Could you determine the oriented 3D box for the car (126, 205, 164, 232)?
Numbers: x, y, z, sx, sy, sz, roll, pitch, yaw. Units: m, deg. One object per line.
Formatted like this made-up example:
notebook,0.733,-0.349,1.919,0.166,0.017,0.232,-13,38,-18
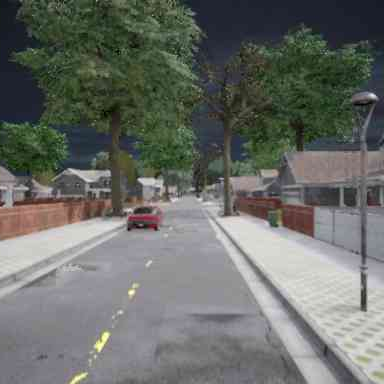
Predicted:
car,-2.851,1.580,21.066,1.882,1.535,5.008,0,0,0
